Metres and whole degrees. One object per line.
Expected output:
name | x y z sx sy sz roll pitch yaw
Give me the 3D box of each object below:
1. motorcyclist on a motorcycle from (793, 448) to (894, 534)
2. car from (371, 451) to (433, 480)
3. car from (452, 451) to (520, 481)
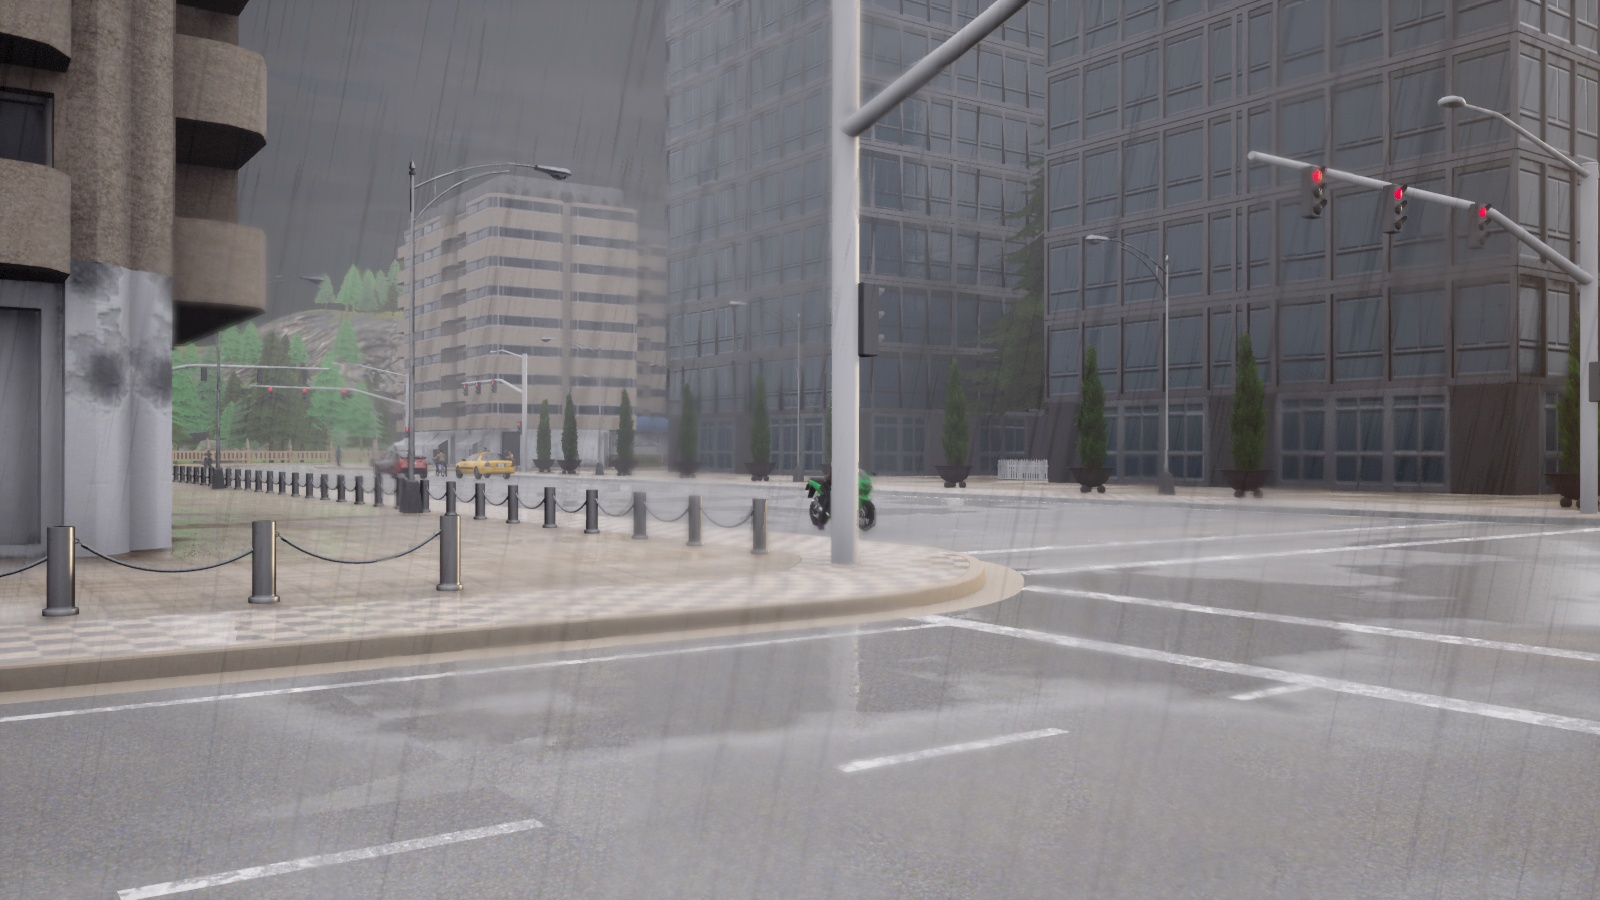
motorcyclist on a motorcycle | 0.787 0.727 23.342 0.797 1.523 2.044 0 0 -35
car | -21.780 0.850 68.660 2.007 1.525 4.514 0 0 -34
car | -17.047 0.831 67.935 1.801 1.575 5.366 0 0 -34
